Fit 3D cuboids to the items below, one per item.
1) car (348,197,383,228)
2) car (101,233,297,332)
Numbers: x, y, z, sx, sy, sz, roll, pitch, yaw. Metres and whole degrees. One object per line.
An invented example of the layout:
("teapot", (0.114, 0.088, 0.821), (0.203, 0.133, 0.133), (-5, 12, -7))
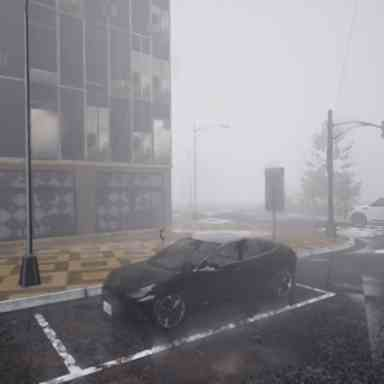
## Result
("car", (12.158, 1.196, 19.668), (2.150, 2.045, 5.566), (0, 0, -29))
("car", (0.359, 1.562, 6.826), (4.313, 1.339, 1.947), (0, -1, -36))
